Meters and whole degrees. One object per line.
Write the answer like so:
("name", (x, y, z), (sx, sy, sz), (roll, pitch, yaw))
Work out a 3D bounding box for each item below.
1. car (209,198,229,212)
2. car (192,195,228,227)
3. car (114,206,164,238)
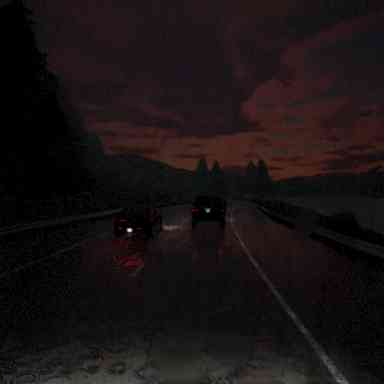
("car", (3.379, 1.550, 41.164), (2.033, 1.411, 5.357), (0, 0, 9))
("car", (1.206, 1.224, 23.170), (2.150, 2.045, 5.566), (0, 0, 5))
("car", (-2.714, 1.501, 17.738), (1.837, 1.490, 4.892), (0, 0, 4))
